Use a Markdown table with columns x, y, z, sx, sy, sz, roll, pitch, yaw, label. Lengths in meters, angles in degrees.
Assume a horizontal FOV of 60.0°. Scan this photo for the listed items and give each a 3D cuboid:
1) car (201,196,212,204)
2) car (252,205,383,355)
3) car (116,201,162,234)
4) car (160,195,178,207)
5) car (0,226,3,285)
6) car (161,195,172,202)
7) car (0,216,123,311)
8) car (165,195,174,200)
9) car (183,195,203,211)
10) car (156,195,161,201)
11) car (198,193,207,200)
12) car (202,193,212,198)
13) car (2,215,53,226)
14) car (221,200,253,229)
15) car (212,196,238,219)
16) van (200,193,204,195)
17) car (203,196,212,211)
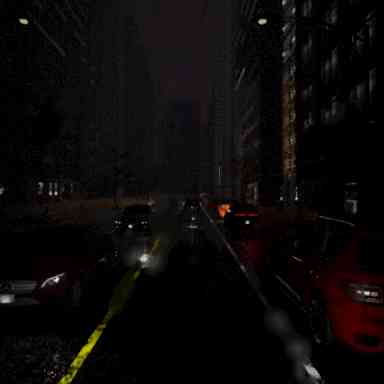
| x | y | z | sx | sy | sz | roll | pitch | yaw | label |
| --- | --- | --- | --- | --- | --- | --- | --- | --- | --- |
| 2.703 | 1.445 | 62.463 | 2.008 | 1.369 | 4.403 | 1 | 0 | 0 | car |
| 2.701 | 1.306 | 6.049 | 2.192 | 1.841 | 5.009 | 0 | 0 | 0 | car |
| -3.050 | 1.478 | 19.027 | 1.837 | 1.490 | 4.892 | 0 | 0 | 1 | car |
| -3.074 | 1.468 | 48.649 | 2.033 | 1.411 | 5.357 | 0 | 0 | 0 | car |
| -5.681 | 1.558 | 6.007 | 1.947 | 1.339 | 4.313 | 0 | 0 | 0 | car |
| -5.676 | 1.423 | 73.721 | 2.008 | 1.369 | 4.403 | 1 | 0 | 0 | car |
| -3.089 | 1.514 | 7.845 | 1.812 | 1.442 | 4.674 | 0 | 0 | 0 | car |
| -5.675 | 1.399 | 85.006 | 2.008 | 1.369 | 4.403 | 1 | 0 | 0 | car |
| 0.045 | 1.441 | 39.675 | 1.837 | 1.490 | 4.892 | 0 | 0 | 1 | car |
| -5.675 | 1.335 | 62.435 | 1.967 | 1.590 | 4.097 | 1 | 0 | 0 | car |
| 2.708 | 1.163 | 85.028 | 2.192 | 1.841 | 5.009 | 1 | 0 | 0 | car |
| 2.703 | 1.366 | 45.539 | 1.967 | 1.590 | 4.097 | 0 | 0 | 0 | car |
| -5.681 | 1.534 | 11.650 | 2.008 | 1.369 | 4.403 | 0 | 0 | 0 | car |
| 3.148 | 1.471 | 21.354 | 1.837 | 1.490 | 4.892 | 0 | 0 | 0 | car |
| 3.116 | 1.308 | 28.324 | 2.097 | 1.767 | 4.553 | 0 | 0 | 0 | car |
| 2.705 | 1.246 | 56.821 | 1.690 | 1.788 | 3.998 | 1 | 0 | 0 | van |
| 2.702 | 1.480 | 39.898 | 1.887 | 1.381 | 4.507 | 0 | 0 | 0 | car |
